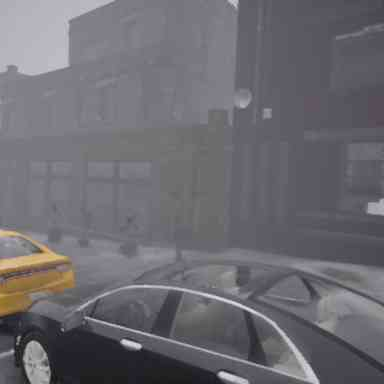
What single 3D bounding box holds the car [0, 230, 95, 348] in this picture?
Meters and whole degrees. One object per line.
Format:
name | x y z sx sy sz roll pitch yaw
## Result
car | -4.478 1.509 6.719 5.008 1.535 2.097 0 0 35
